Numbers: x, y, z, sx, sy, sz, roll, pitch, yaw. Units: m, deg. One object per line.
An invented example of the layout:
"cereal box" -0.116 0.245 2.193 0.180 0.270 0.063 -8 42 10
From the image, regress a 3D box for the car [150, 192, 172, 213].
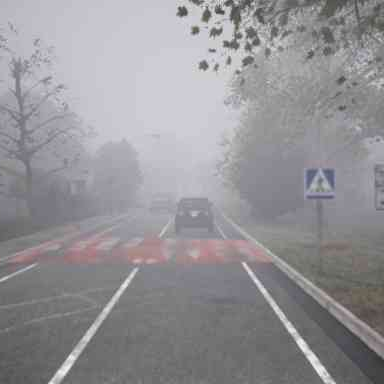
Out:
"car" -3.006 1.021 34.857 2.150 2.045 5.566 0 0 2

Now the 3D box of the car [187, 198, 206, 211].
"car" 0.537 1.360 37.496 1.994 1.385 4.181 0 0 3

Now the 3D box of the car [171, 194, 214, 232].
"car" 0.136 1.220 20.158 2.150 2.045 5.566 0 2 0
